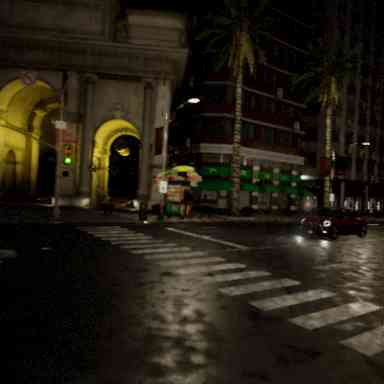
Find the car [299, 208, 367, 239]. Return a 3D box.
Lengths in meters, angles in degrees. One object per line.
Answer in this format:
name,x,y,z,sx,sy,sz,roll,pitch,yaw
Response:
car,8.725,1.830,20.468,4.553,1.767,2.097,3,0,-34
